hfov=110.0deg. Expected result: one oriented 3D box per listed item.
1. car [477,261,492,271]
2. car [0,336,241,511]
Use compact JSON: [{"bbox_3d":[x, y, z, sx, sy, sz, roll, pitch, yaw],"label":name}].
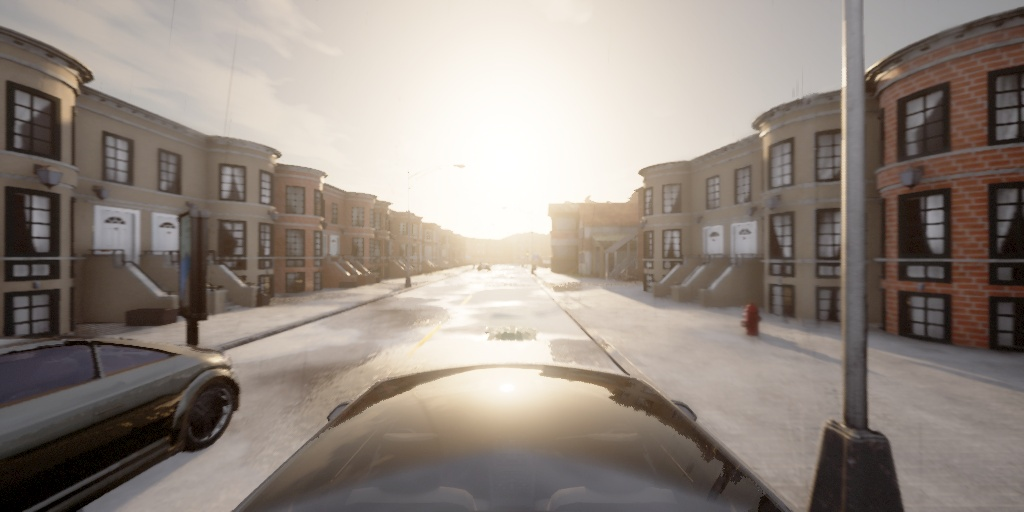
[{"bbox_3d":[-4.034,1.472,52.948,2.128,1.511,4.902,0,0,1],"label":"car"},{"bbox_3d":[-4.100,1.317,2.373,1.994,1.385,4.181,0,0,0],"label":"car"}]
